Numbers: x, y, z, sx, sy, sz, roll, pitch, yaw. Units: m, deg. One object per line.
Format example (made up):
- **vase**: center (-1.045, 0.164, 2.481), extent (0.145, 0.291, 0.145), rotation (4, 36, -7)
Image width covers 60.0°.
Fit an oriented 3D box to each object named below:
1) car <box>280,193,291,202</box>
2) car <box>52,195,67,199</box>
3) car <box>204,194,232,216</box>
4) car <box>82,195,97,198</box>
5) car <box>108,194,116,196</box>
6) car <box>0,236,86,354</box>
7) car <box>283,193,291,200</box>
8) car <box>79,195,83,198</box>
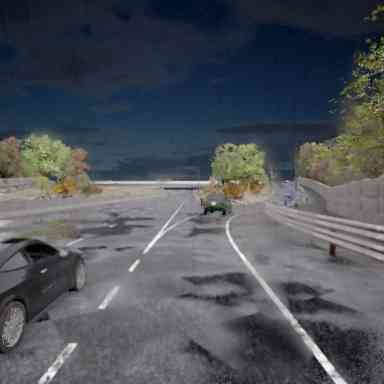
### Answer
- **car**: center (22.983, 1.802, 82.646), extent (1.994, 1.385, 4.181), rotation (0, 3, 20)
- **car**: center (-27.994, 1.323, 70.352), extent (2.097, 1.767, 4.553), rotation (0, 0, 0)
- **car**: center (2.700, 1.267, 33.767), extent (2.150, 2.045, 5.566), rotation (2, 0, 14)
- **car**: center (-20.994, 1.492, 70.322), extent (1.812, 1.442, 4.674), rotation (0, 0, 0)
- **car**: center (-20.992, 1.328, 86.601), extent (2.097, 1.767, 4.553), rotation (0, 0, 0)
- **car**: center (-3.401, 1.522, 5.967), extent (1.812, 1.442, 4.674), rotation (0, 0, 0)
- **car**: center (26.329, 1.140, 91.727), extent (1.882, 1.535, 5.008), rotation (0, 4, 19)
- **car**: center (-27.992, 1.473, 86.572), extent (1.837, 1.490, 4.892), rotation (0, 0, 0)
